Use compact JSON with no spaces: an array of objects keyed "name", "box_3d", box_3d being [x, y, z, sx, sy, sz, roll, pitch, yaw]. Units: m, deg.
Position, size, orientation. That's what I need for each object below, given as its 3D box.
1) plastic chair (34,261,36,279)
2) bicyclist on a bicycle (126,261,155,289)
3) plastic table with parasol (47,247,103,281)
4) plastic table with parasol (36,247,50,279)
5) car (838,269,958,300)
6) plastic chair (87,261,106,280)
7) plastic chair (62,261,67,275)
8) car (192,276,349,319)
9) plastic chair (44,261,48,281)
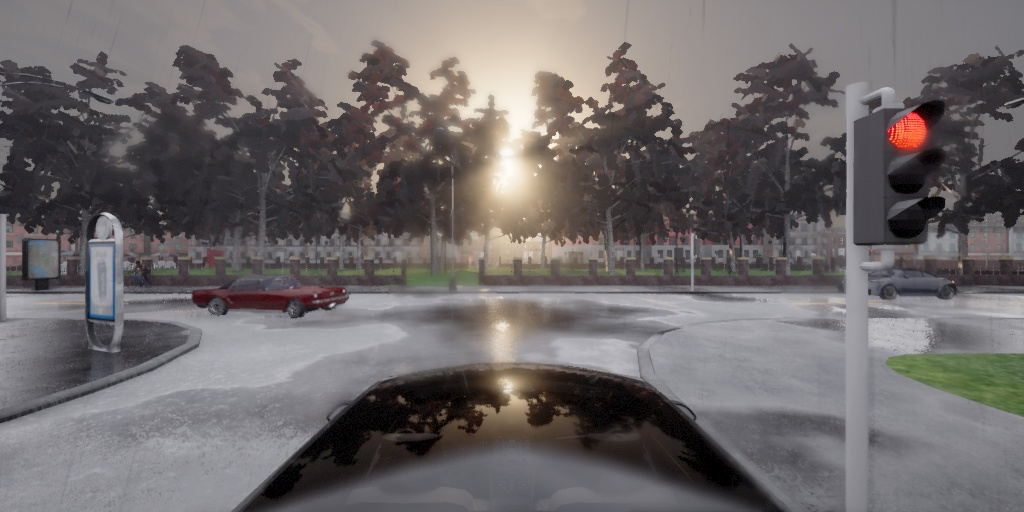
[{"name":"plastic chair","box_3d":[-44.610,1.295,34.151,0.730,1.272,0.750,0,0,-41]},{"name":"bicyclist on a bicycle","box_3d":[-22.028,1.099,21.269,0.582,1.620,1.656,0,0,0]},{"name":"plastic table with parasol","box_3d":[-39.181,0.694,32.257,2.482,2.480,2.482,0,0,-40]},{"name":"plastic table with parasol","box_3d":[-43.602,0.620,34.901,2.482,2.480,2.482,0,0,-39]},{"name":"car","box_3d":[18.249,1.314,17.080,4.181,1.385,1.994,0,0,0]},{"name":"plastic chair","box_3d":[-38.183,1.296,32.990,0.730,1.272,0.750,0,0,-40]},{"name":"plastic chair","box_3d":[-38.279,1.306,31.284,0.750,1.272,0.730,0,0,-35]},{"name":"car","box_3d":[-8.246,1.351,12.466,4.718,1.301,1.895,0,0,9]},{"name":"plastic chair","box_3d":[-40.212,1.293,31.512,0.730,1.272,0.750,0,0,-40]}]
